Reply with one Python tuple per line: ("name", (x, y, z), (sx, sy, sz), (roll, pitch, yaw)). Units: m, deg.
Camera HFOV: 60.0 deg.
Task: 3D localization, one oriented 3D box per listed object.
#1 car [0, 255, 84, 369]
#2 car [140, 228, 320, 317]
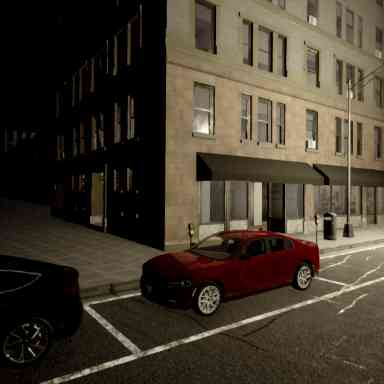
("car", (-3.604, 1.566, 4.187), (4.313, 1.339, 1.947), (0, 1, -35))
("car", (1.017, 1.545, 7.477), (4.507, 1.381, 1.887), (0, 1, -35))
